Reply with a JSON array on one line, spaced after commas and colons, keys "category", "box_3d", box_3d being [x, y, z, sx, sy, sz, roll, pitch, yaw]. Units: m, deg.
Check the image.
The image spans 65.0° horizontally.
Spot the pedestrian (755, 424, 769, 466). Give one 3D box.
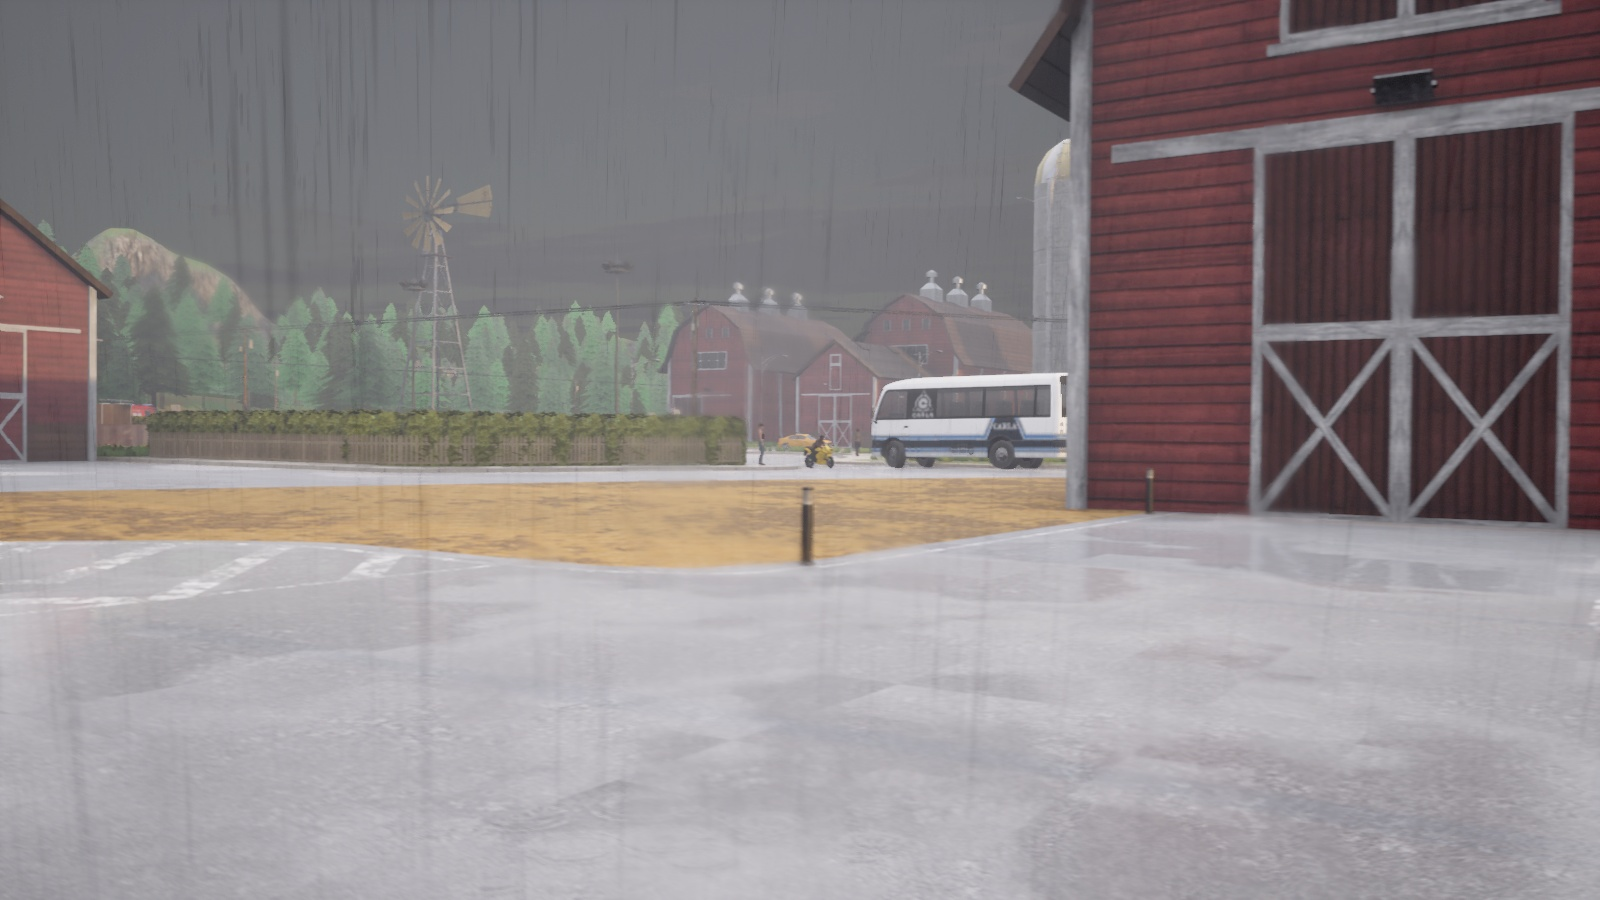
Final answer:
[{"category": "pedestrian", "box_3d": [-1.695, -0.218, 55.679, 0.594, 1.836, 0.345, 0, 1, 2]}]

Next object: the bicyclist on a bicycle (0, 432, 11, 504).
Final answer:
[{"category": "bicyclist on a bicycle", "box_3d": [-18.644, 0.401, 28.021, 1.656, 1.620, 0.582, -1, 1, -43]}]

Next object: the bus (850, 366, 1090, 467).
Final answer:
[{"category": "bus", "box_3d": [7.692, -1.403, 57.909, 10.273, 4.253, 3.944, -1, 0, 38]}]

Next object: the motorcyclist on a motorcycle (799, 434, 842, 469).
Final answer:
[{"category": "motorcyclist on a motorcycle", "box_3d": [0.928, 0.063, 57.288, 0.797, 1.523, 2.044, -1, 1, -42]}]
